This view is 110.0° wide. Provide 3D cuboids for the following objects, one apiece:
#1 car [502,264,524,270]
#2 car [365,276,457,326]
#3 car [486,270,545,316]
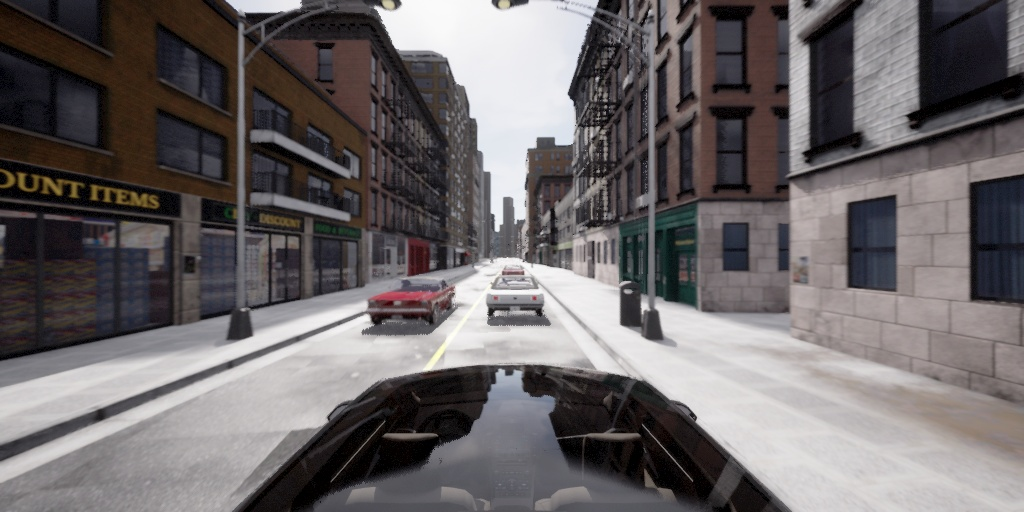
[{"bbox_3d":[0.105,1.374,30.688,1.895,1.301,4.718,0,0,0],"label":"car"},{"bbox_3d":[-3.098,1.359,11.919,1.895,1.301,4.718,0,0,0],"label":"car"},{"bbox_3d":[0.101,1.361,13.489,1.895,1.301,4.718,0,0,0],"label":"car"}]
